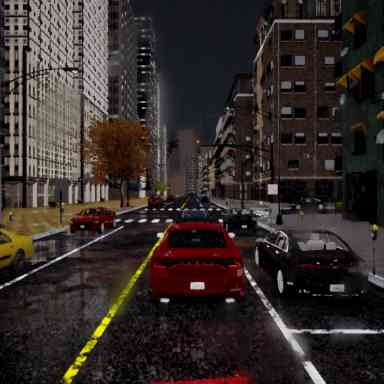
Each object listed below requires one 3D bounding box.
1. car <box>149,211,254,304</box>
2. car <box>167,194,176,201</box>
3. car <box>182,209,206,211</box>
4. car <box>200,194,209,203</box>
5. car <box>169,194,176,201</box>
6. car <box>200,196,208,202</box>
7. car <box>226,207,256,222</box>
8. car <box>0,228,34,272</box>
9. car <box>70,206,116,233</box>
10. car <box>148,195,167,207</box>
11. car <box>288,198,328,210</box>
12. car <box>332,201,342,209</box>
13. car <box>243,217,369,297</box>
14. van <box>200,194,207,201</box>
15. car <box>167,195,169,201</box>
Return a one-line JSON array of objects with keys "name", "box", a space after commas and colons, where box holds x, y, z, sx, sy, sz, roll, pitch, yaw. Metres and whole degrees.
[{"name": "car", "box": [0.102, 1.477, 8.263, 1.882, 1.535, 5.008, 0, 0, 0]}, {"name": "car", "box": [-5.568, 1.399, 90.484, 2.192, 1.841, 5.009, 0, 0, 0]}, {"name": "car", "box": [0.112, 1.603, 18.354, 1.895, 1.301, 4.718, 0, 0, 0]}, {"name": "car", "box": [2.791, 1.621, 73.903, 1.947, 1.339, 4.313, 0, 0, 0]}, {"name": "car", "box": [-5.575, 1.640, 84.961, 1.947, 1.339, 4.313, 0, 0, 0]}, {"name": "car", "box": [2.798, 1.590, 79.596, 1.752, 1.417, 4.829, 0, 0, 0]}, {"name": "car", "box": [2.715, 1.553, 19.424, 2.008, 1.369, 4.403, 0, 0, 0]}, {"name": "car", "box": [-5.680, 1.525, 8.200, 1.752, 1.417, 4.829, 0, 0, 0]}, {"name": "car", "box": [-5.665, 1.547, 19.436, 1.887, 1.381, 4.507, 0, 0, 0]}, {"name": "car", "box": [-5.621, 1.343, 51.824, 2.192, 1.841, 5.009, 0, 0, 0]}, {"name": "car", "box": [13.479, 1.355, 38.815, 4.403, 1.369, 2.008, -1, 1, 0]}, {"name": "car", "box": [18.876, 1.254, 38.862, 4.829, 1.417, 1.752, -1, 1, 0]}, {"name": "car", "box": [2.700, 1.551, 8.358, 2.008, 1.369, 4.403, 0, 0, 0]}, {"name": "van", "box": [2.805, 1.415, 84.950, 1.690, 1.788, 3.998, 0, 0, 0]}, {"name": "car", "box": [-5.613, 1.600, 57.347, 1.947, 1.339, 4.313, 0, 0, 0]}]
